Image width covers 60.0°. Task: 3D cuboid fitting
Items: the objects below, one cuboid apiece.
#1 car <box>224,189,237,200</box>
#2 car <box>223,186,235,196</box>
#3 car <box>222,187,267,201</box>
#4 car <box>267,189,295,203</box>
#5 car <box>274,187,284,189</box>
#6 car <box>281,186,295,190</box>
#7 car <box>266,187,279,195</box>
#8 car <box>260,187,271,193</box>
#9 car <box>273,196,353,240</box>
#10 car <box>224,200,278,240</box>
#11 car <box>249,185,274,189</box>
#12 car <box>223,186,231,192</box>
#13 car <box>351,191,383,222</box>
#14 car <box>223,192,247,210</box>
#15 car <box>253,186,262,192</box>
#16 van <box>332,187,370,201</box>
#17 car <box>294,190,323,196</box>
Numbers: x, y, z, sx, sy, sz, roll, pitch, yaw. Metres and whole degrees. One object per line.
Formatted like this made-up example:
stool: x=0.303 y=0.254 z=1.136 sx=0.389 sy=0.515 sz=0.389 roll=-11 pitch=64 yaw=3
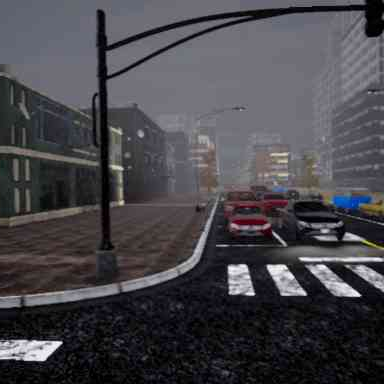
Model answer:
car: x=5.473 y=0.362 z=47.431 sx=1.752 sy=1.417 sz=4.829 roll=-1 pitch=1 yaw=5
car: x=7.034 y=-0.251 z=64.171 sx=2.192 sy=1.841 sz=5.009 roll=-1 pitch=1 yaw=5
car: x=2.905 y=0.814 z=19.968 sx=2.192 sy=1.841 sz=5.009 roll=-1 pitch=1 yaw=5
car: x=5.929 y=0.818 z=24.480 sx=1.882 sy=1.535 sz=5.008 roll=-1 pitch=1 yaw=5
car: x=11.041 y=0.354 z=44.824 sx=1.994 sy=1.385 sz=4.181 roll=-1 pitch=1 yaw=5
car: x=13.832 y=0.258 z=46.820 sx=1.947 sy=1.339 sz=4.313 roll=-1 pitch=1 yaw=5
car: x=15.396 y=-0.186 z=63.565 sx=1.752 sy=1.417 sz=4.829 roll=-1 pitch=1 yaw=5
car: x=16.412 y=-0.406 z=74.448 sx=1.947 sy=1.339 sz=4.313 roll=-1 pitch=1 yaw=5
car: x=5.001 y=1.107 z=14.493 sx=1.812 sy=1.442 sz=4.674 roll=-1 pitch=1 yaw=4
car: x=2.393 y=1.214 z=14.449 sx=1.802 sy=1.307 sz=4.206 roll=-1 pitch=1 yaw=5
car: x=6.926 y=0.310 z=34.920 sx=2.150 sy=2.045 sz=5.566 roll=-1 pitch=1 yaw=6
car: x=9.617 y=-0.788 z=91.801 sx=1.967 sy=1.590 sz=4.097 roll=-1 pitch=1 yaw=5
car: x=11.266 y=0.879 z=19.362 sx=1.752 sy=1.417 sz=4.829 roll=-1 pitch=1 yaw=5
car: x=3.941 y=0.783 z=31.025 sx=2.008 sy=1.369 sz=4.403 roll=-1 pitch=1 yaw=5
car: x=17.977 y=-0.848 z=91.192 sx=1.752 sy=1.417 sz=4.829 roll=-1 pitch=1 yaw=5
van: x=11.764 y=0.566 z=24.714 sx=1.690 sy=1.788 sz=3.998 roll=-1 pitch=1 yaw=5
car: x=12.799 y=0.509 z=35.770 sx=2.008 sy=1.369 sz=4.403 roll=-1 pitch=1 yaw=5
